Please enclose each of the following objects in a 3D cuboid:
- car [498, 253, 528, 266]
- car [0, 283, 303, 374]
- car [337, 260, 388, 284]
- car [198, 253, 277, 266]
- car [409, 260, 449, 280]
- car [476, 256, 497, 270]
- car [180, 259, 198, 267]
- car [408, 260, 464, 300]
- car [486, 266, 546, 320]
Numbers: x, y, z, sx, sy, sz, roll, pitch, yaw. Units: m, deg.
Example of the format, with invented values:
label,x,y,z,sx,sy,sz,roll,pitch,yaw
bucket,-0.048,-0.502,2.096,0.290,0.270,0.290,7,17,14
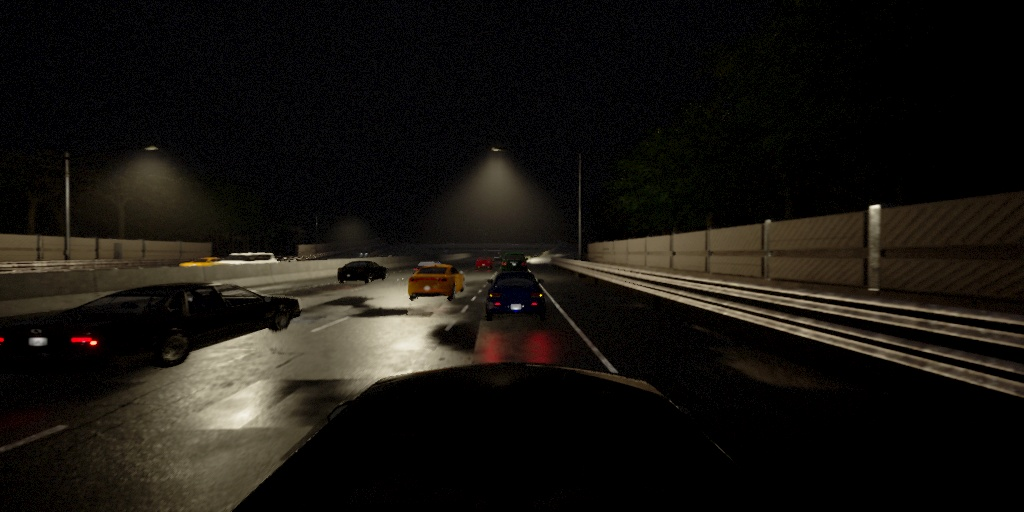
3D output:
label,x,y,z,sx,sy,sz,roll,pitch,yaw
car,0.213,0.733,31.008,2.150,2.045,5.566,0,1,1
car,-6.894,1.283,7.729,2.033,1.411,5.357,0,0,0
car,-10.333,1.055,25.162,1.882,1.535,5.008,0,1,0
car,-21.009,0.767,28.216,2.150,2.045,5.566,0,0,0
car,-6.807,1.071,30.005,2.033,1.411,5.357,0,1,0
car,-3.297,0.839,44.436,1.882,1.535,5.008,0,1,0
car,-31.414,0.924,36.955,1.882,1.535,5.008,0,0,1
car,-3.469,1.145,17.161,1.882,1.535,5.008,0,1,0
car,0.118,1.236,12.339,1.812,1.442,4.674,0,0,0
